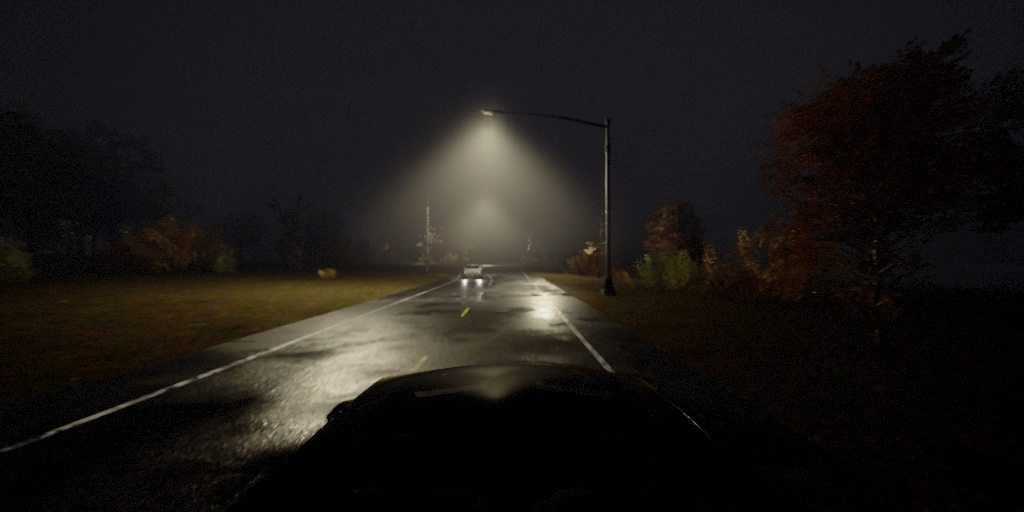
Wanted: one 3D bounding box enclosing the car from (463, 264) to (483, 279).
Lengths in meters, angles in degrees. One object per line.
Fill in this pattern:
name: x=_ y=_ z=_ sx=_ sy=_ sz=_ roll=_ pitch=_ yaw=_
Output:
car: x=-4.118 y=1.618 z=37.910 sx=1.812 sy=1.442 sz=4.674 roll=0 pitch=-1 yaw=-5
